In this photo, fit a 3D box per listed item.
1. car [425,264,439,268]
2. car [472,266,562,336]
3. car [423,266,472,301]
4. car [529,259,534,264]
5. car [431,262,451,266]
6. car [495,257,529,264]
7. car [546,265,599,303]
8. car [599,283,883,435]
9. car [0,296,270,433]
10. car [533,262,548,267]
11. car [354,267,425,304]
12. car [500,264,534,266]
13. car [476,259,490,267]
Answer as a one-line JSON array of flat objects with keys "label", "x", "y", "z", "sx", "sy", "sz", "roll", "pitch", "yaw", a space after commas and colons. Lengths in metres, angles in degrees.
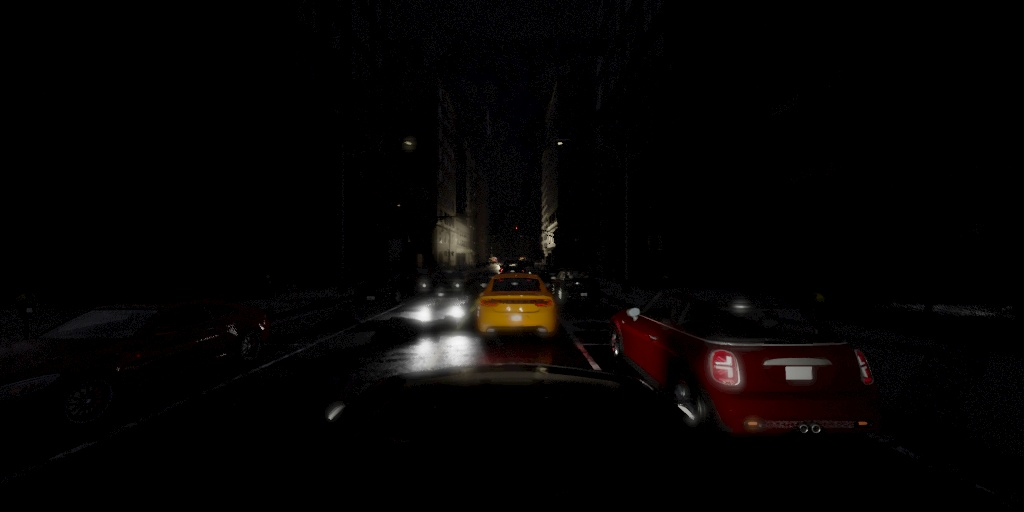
[{"label": "car", "x": -5.634, "y": 1.333, "z": 22.029, "sx": 1.802, "sy": 1.307, "sz": 4.207, "roll": 0, "pitch": 0, "yaw": 0}, {"label": "car", "x": 0.112, "y": 1.228, "z": 10.397, "sx": 1.882, "sy": 1.535, "sz": 5.008, "roll": 0, "pitch": 0, "yaw": 0}, {"label": "car", "x": -3.055, "y": 1.352, "z": 17.609, "sx": 1.895, "sy": 1.301, "sz": 4.718, "roll": 0, "pitch": 0, "yaw": 0}, {"label": "car", "x": 3.000, "y": 1.232, "z": 64.604, "sx": 1.967, "sy": 1.591, "sz": 4.097, "roll": 0, "pitch": 0, "yaw": 0}, {"label": "car", "x": -5.624, "y": 1.192, "z": 27.530, "sx": 1.967, "sy": 1.591, "sz": 4.097, "roll": 0, "pitch": 0, "yaw": 0}, {"label": "car", "x": 0.075, "y": 1.105, "z": 28.118, "sx": 2.097, "sy": 1.767, "sz": 4.553, "roll": 0, "pitch": 0, "yaw": 1}, {"label": "car", "x": 2.882, "y": 1.301, "z": 16.513, "sx": 2.007, "sy": 1.370, "sz": 4.403, "roll": 0, "pitch": 0, "yaw": 0}, {"label": "car", "x": 2.863, "y": 1.190, "z": 5.510, "sx": 1.967, "sy": 1.591, "sz": 4.097, "roll": 0, "pitch": 0, "yaw": 0}, {"label": "car", "x": -5.662, "y": 1.332, "z": 5.525, "sx": 1.802, "sy": 1.307, "sz": 4.207, "roll": 0, "pitch": 0, "yaw": 0}, {"label": "car", "x": 2.901, "y": 1.318, "z": 27.515, "sx": 1.948, "sy": 1.339, "sz": 4.313, "roll": 0, "pitch": 0, "yaw": 0}, {"label": "car", "x": -5.643, "y": 1.316, "z": 16.527, "sx": 1.948, "sy": 1.339, "sz": 4.313, "roll": 0, "pitch": 0, "yaw": 0}, {"label": "car", "x": 0.131, "y": 1.315, "z": 19.385, "sx": 1.994, "sy": 1.385, "sz": 4.181, "roll": 0, "pitch": 0, "yaw": 0}, {"label": "car", "x": -5.525, "y": 1.374, "z": 64.632, "sx": 1.802, "sy": 1.307, "sz": 4.207, "roll": 0, "pitch": 0, "yaw": 0}]
